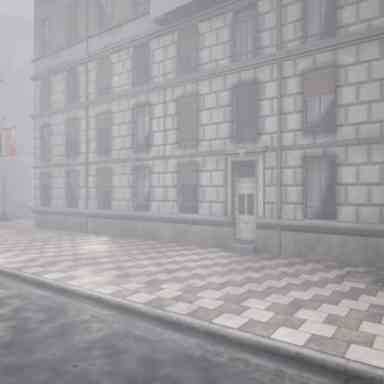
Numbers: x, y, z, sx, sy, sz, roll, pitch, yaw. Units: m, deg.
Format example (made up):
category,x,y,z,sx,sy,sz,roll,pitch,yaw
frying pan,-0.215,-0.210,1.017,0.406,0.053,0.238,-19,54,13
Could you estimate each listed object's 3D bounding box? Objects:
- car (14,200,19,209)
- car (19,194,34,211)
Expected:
category,x,y,z,sx,sy,sz,roll,pitch,yaw
car,-19.281,1.221,41.826,2.150,2.045,5.566,0,0,36
car,-17.089,1.352,38.878,2.097,1.767,4.553,0,0,36
